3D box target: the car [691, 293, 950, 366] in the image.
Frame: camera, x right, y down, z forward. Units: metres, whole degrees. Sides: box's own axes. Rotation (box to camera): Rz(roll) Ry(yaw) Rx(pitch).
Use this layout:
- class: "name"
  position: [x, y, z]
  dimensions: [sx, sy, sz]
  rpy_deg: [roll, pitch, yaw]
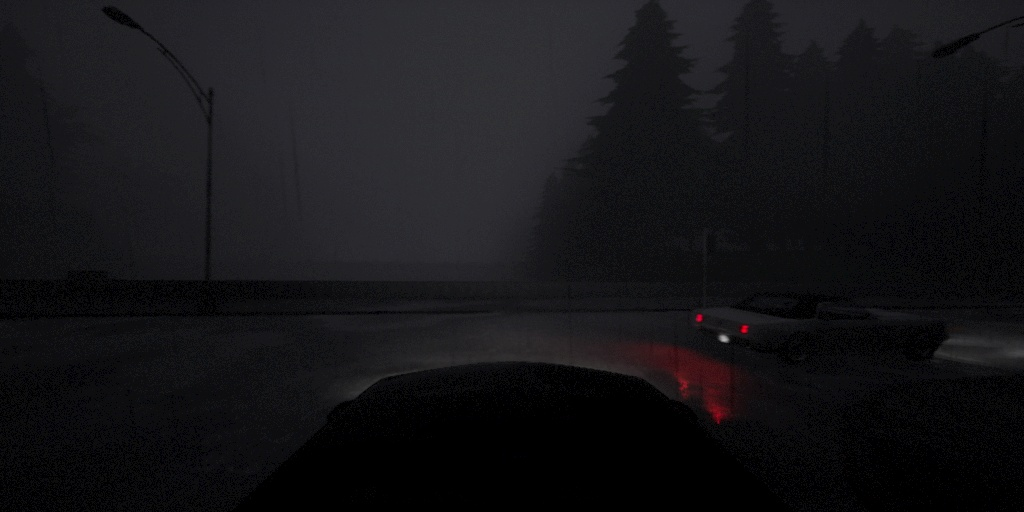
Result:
- class: "car"
  position: [6.639, 1.482, 7.878]
  dimensions: [4.718, 1.301, 1.895]
  rpy_deg: [1, 0, -9]
